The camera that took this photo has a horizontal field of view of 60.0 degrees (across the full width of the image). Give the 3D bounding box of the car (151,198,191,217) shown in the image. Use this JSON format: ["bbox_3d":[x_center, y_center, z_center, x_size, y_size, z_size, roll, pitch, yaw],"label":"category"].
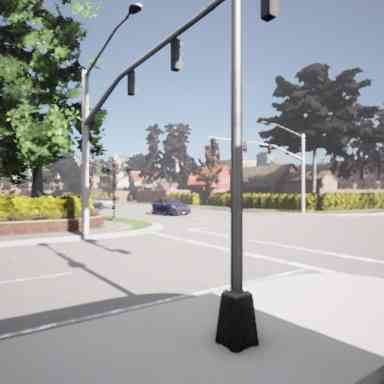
[{"bbox_3d":[-2.053,1.340,31.841,2.097,1.767,4.553,0,0,-36],"label":"car"}]

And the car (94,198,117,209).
[{"bbox_3d":[-11.869,1.512,45.381,1.812,1.442,4.674,0,0,-36],"label":"car"}]
